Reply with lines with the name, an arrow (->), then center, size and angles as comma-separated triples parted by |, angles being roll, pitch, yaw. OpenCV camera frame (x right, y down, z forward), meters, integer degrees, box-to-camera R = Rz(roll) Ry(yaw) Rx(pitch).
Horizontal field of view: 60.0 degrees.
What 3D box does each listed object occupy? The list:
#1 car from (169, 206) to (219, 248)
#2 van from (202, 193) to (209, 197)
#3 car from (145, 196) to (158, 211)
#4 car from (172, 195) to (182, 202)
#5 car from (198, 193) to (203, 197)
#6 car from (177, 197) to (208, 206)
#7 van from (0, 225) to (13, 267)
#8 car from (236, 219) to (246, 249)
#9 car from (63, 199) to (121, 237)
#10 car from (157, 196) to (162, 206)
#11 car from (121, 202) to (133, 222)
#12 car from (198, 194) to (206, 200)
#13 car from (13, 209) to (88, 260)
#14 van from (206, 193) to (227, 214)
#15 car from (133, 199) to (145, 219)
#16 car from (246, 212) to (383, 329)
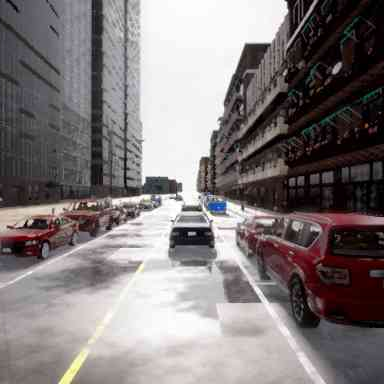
car -> 0.000, 1.563, 14.651 | 2.033, 1.411, 5.357 | 0, 0, 0
van -> 2.701, 1.322, 46.381 | 1.690, 1.788, 3.998 | 1, 0, 0
car -> -5.683, 1.536, 40.710 | 2.008, 1.369, 4.403 | 1, 0, 0
car -> -3.001, 1.431, 76.744 | 1.837, 1.490, 4.892 | 0, 0, 0
car -> 3.000, 1.166, 69.914 | 2.150, 2.045, 5.566 | 0, 0, 0
car -> 0.000, 1.488, 29.651 | 2.128, 1.511, 4.902 | 0, 0, 0
van -> -5.681, 1.341, 6.832 | 1.690, 1.788, 3.998 | 1, 0, 0
car -> 2.698, 1.544, 12.503 | 1.887, 1.381, 4.507 | 1, 0, 0
car -> -5.680, 1.313, 18.125 | 2.192, 1.841, 5.009 | 1, 0, 0
car -> -5.683, 1.563, 46.357 | 1.802, 1.307, 4.206 | 1, 0, 0
car -> -5.683, 1.577, 23.771 | 1.802, 1.307, 4.206 | 1, 0, 0
car -> 2.700, 1.350, 91.555 | 1.967, 1.590, 4.097 | 1, 0, 0
car -> -5.683, 1.544, 12.479 | 1.887, 1.381, 4.507 | 1, 0, 0
van -> 2.700, 1.330, 35.088 | 1.690, 1.788, 3.998 | 1, 0, 0
car -> -5.683, 1.558, 29.418 | 1.947, 1.339, 4.313 | 1, 0, 0
car -> 2.700, 1.315, 6.854 | 2.192, 1.841, 5.009 | 1, 0, 0
